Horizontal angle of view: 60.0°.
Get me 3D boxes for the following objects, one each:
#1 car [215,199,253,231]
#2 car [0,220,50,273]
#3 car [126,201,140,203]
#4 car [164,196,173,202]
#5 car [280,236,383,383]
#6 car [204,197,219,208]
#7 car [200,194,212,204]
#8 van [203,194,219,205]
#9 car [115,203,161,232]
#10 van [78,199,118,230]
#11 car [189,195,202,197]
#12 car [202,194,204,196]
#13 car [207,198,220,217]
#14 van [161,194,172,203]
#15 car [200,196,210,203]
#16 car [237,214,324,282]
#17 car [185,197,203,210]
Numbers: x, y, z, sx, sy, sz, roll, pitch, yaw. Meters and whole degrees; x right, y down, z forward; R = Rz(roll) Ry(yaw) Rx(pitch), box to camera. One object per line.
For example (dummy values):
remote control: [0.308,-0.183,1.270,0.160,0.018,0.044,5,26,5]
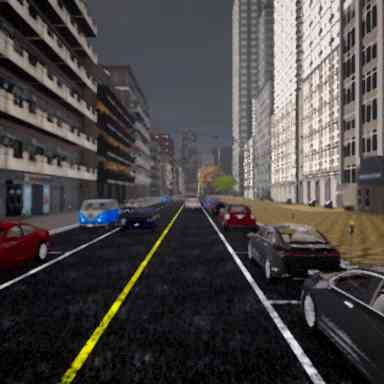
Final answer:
car: [2.700,1.443,20.596,1.967,1.590,4.097,0,0,0]
car: [-5.684,1.546,9.554,1.887,1.381,4.507,0,0,0]
car: [-5.678,1.561,31.645,2.008,1.369,4.403,0,0,0]
car: [-5.664,1.637,81.350,1.947,1.339,4.313,0,0,0]
car: [2.695,1.551,4.028,2.008,1.369,4.403,0,0,0]
car: [2.705,1.558,37.165,1.887,1.381,4.507,0,0,0]
car: [2.713,1.359,64.780,2.192,1.841,5.009,0,0,0]
van: [2.707,1.360,42.688,1.690,1.788,3.998,0,0,0]
car: [-2.995,1.579,19.955,1.994,1.385,4.181,0,0,0]
van: [-5.680,1.345,20.599,1.690,1.788,3.998,0,0,0]
car: [0.118,1.387,57.015,2.097,1.767,4.553,0,0,0]
car: [2.711,1.588,59.256,2.008,1.369,4.403,0,0,0]
car: [2.703,1.575,31.642,1.947,1.339,4.313,0,0,0]
van: [-5.666,1.394,70.305,1.690,1.788,3.998,0,0,0]
car: [2.714,1.618,70.301,1.947,1.339,4.313,0,0,0]
car: [2.697,1.551,9.552,2.008,1.369,4.403,0,0,0]
car: [0.113,1.620,42.523,1.895,1.301,4.718,0,0,0]
